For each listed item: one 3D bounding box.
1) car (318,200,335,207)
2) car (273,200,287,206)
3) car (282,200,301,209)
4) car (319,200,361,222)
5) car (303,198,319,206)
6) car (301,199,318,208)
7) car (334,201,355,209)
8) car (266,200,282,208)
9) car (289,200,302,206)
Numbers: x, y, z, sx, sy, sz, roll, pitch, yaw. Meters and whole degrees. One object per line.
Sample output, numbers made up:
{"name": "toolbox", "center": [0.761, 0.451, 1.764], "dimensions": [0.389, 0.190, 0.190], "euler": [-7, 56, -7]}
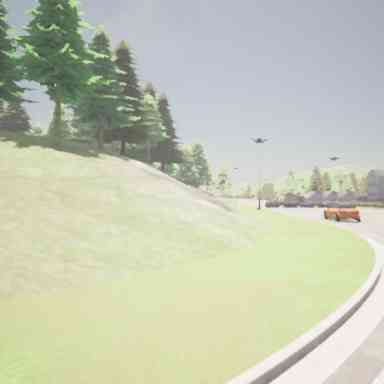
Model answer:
{"name": "car", "center": [30.819, 2.559, 76.362], "dimensions": [2.033, 1.411, 5.357], "euler": [0, -1, 3]}
{"name": "car", "center": [20.338, 2.533, 76.991], "dimensions": [2.033, 1.411, 5.357], "euler": [0, -1, 3]}
{"name": "car", "center": [19.715, 2.480, 66.589], "dimensions": [1.882, 1.535, 5.008], "euler": [0, -1, 3]}
{"name": "car", "center": [14.151, 1.850, 31.678], "dimensions": [2.097, 1.767, 4.553], "euler": [0, -1, 4]}
{"name": "car", "center": [27.325, 2.365, 76.544], "dimensions": [2.097, 1.767, 4.553], "euler": [0, -1, 3]}
{"name": "car", "center": [23.233, 2.542, 66.795], "dimensions": [1.812, 1.442, 4.674], "euler": [0, -1, 3]}
{"name": "car", "center": [30.196, 2.553, 65.960], "dimensions": [2.128, 1.511, 4.902], "euler": [0, -1, 3]}
{"name": "car", "center": [16.246, 2.357, 67.216], "dimensions": [2.097, 1.767, 4.553], "euler": [0, -1, 3]}
{"name": "car", "center": [23.832, 2.554, 76.781], "dimensions": [1.994, 1.385, 4.181], "euler": [0, -1, 3]}
